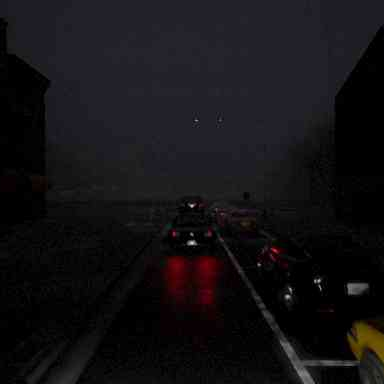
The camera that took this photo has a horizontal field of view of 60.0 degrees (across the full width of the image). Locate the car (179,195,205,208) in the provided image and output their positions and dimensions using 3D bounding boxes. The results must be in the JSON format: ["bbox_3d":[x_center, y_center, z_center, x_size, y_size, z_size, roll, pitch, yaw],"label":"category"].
[{"bbox_3d":[0.001,1.248,29.686,2.150,2.045,5.566,0,0,0],"label":"car"}]

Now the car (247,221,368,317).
[{"bbox_3d":[2.622,1.562,7.311,1.947,1.339,4.313,-1,0,0],"label":"car"}]

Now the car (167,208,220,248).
[{"bbox_3d":[0.000,1.611,14.684,1.895,1.301,4.718,0,0,0],"label":"car"}]

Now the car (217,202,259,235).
[{"bbox_3d":[2.621,1.518,18.545,1.752,1.417,4.829,-1,0,0],"label":"car"}]

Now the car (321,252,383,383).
[{"bbox_3d":[2.621,1.523,1.948,1.752,1.417,4.829,-1,0,0],"label":"car"}]

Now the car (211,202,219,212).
[{"bbox_3d":[2.622,1.573,23.908,1.802,1.307,4.206,-1,0,0],"label":"car"}]
